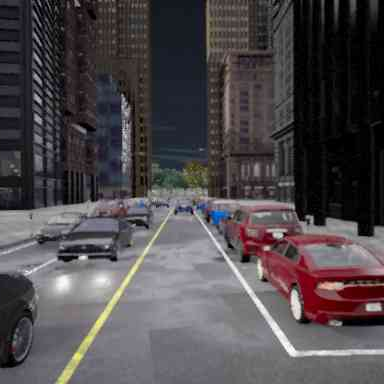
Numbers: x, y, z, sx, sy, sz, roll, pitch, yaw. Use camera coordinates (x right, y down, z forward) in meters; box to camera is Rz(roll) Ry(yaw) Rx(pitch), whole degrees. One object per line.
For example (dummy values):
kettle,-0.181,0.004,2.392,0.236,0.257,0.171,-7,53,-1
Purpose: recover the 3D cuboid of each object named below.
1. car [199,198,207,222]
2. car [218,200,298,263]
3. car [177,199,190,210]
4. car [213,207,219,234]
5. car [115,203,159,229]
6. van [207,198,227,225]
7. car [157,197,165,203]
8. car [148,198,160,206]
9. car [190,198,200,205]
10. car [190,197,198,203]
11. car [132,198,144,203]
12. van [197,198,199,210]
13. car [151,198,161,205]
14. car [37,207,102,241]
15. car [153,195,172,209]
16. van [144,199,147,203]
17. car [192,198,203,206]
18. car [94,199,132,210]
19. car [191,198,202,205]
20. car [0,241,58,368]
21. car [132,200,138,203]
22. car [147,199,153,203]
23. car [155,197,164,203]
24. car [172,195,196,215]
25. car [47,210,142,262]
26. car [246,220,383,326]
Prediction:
car,2.040,1.470,27.452,2.192,1.841,5.009,-1,0,-2
car,2.455,1.371,12.195,2.192,1.841,5.009,-1,0,-2
car,-1.238,1.787,48.611,1.882,1.535,5.008,0,0,-1
car,2.322,1.671,17.279,1.802,1.307,4.206,-1,0,-2
car,-3.716,1.724,23.516,2.033,1.411,5.357,0,0,-1
van,2.178,1.463,22.366,1.690,1.788,3.998,-1,0,-2
car,-8.242,2.138,88.644,1.947,1.339,4.313,-1,0,-2
car,-7.634,2.011,67.141,1.887,1.381,4.507,-1,0,-2
car,0.721,1.982,73.282,2.008,1.369,4.403,-1,0,-2
car,0.421,2.008,83.854,1.752,1.417,4.829,-1,0,-2
car,-6.759,1.719,36.182,1.967,1.590,4.097,-1,0,-2
van,1.764,1.560,37.623,1.690,1.788,3.998,-1,0,-2
car,-7.785,2.077,72.516,1.802,1.307,4.206,-1,0,-2
car,-6.203,1.704,16.645,2.008,1.369,4.403,-1,0,-2
car,-4.372,1.626,49.845,1.882,1.535,5.008,0,0,-2
van,-6.899,1.651,41.068,1.690,1.788,3.998,-1,0,-2
car,1.016,1.940,62.881,1.947,1.339,4.313,-1,0,-2
car,-6.485,1.532,26.415,2.192,1.841,5.009,-1,0,-2
car,0.869,1.969,68.082,1.947,1.339,4.313,-1,0,-2
car,-3.132,1.568,3.132,1.812,1.442,4.674,0,0,-1
car,-6.618,1.793,31.298,1.887,1.381,4.507,-1,0,-2
car,-7.179,1.811,51.014,1.967,1.590,4.097,-1,0,-2
car,-8.090,2.099,83.267,2.008,1.369,4.403,-1,0,-2
car,-0.926,1.592,37.565,2.097,1.767,4.553,0,0,-2
car,-3.424,1.655,12.887,2.033,1.411,5.357,0,0,-2
car,2.598,1.567,7.108,1.887,1.381,4.507,-1,0,-2
